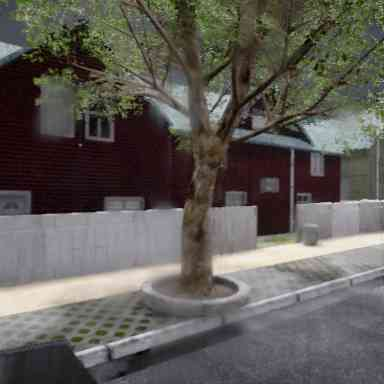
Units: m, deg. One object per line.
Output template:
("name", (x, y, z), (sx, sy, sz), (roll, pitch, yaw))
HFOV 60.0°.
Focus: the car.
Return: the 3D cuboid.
("car", (-2.597, 1.607, 1.172), (4.718, 1.301, 1.895), (0, 0, -35))
